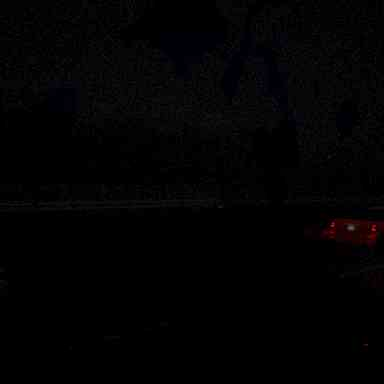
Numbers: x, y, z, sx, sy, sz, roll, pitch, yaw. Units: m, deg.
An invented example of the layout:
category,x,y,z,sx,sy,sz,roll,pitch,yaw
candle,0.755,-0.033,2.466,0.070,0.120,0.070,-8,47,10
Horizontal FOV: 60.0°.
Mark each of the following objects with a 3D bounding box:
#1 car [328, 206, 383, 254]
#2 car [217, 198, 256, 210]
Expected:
category,x,y,z,sx,sy,sz,roll,pitch,yaw
car,7.657,1.355,13.634,4.553,1.767,2.097,0,0,-36
car,5.069,1.434,37.590,4.902,1.511,2.128,0,0,-36
